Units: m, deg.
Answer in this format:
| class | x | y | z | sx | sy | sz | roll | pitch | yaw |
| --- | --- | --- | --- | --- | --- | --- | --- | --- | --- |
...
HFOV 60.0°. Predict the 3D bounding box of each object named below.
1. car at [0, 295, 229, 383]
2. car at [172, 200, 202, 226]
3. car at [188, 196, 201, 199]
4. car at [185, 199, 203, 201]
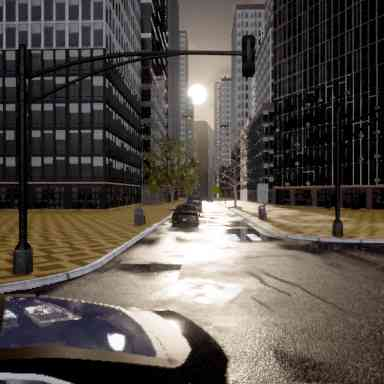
| class | x | y | z | sx | sy | sz | roll | pitch | yaw |
| --- | --- | --- | --- | --- | --- | --- | --- | --- | --- |
| car | -2.021 | 1.501 | 1.759 | 4.902 | 1.511 | 2.128 | 0 | 0 | -27 |
| car | -0.427 | 1.654 | 25.409 | 1.882 | 1.535 | 5.008 | 0 | 0 | 2 |
| car | 0.328 | 1.554 | 46.274 | 2.150 | 2.045 | 5.566 | 0 | 0 | 2 |
| car | -0.056 | 1.777 | 35.621 | 1.812 | 1.442 | 4.674 | 0 | 0 | 2 |
